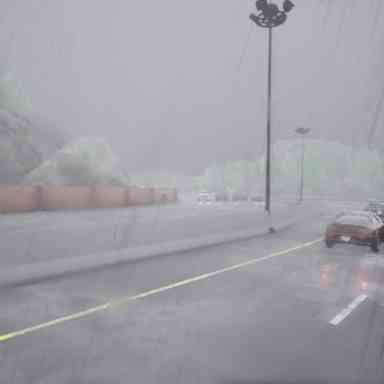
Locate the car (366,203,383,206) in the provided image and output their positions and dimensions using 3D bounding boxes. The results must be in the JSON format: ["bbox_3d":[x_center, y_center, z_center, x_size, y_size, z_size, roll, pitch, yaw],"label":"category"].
[{"bbox_3d":[15.308,1.561,27.383,1.994,1.385,4.181,1,1,26],"label":"car"}]

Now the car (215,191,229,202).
[{"bbox_3d":[5.815,0.775,64.775,2.150,2.045,5.566,1,0,-2],"label":"car"}]

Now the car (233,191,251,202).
[{"bbox_3d":[9.312,0.823,64.936,2.150,2.045,5.566,1,0,-2],"label":"car"}]

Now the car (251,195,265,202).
[{"bbox_3d":[12.802,1.267,65.031,1.895,1.301,4.718,1,0,-2],"label":"car"}]

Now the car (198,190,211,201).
[{"bbox_3d":[2.319,0.726,64.634,2.150,2.045,5.566,1,0,-2],"label":"car"}]

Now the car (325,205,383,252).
[{"bbox_3d":[6.956,1.510,13.869,1.812,1.442,4.674,1,1,37],"label":"car"}]
